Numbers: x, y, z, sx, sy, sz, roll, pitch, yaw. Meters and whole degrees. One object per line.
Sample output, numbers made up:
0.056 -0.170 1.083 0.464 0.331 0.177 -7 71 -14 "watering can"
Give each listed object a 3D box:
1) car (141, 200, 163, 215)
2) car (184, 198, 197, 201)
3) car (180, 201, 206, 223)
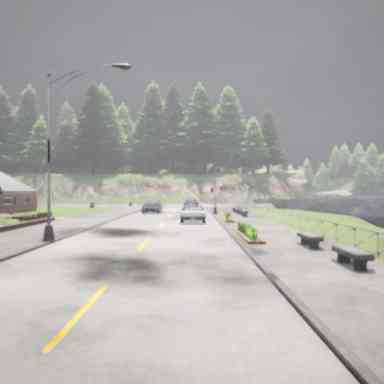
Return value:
-4.062 1.539 34.724 2.033 1.411 5.357 0 0 1 "car"
-0.153 1.553 47.402 1.994 1.385 4.181 0 0 -4 "car"
0.077 1.594 25.564 1.895 1.301 4.718 0 0 0 "car"
